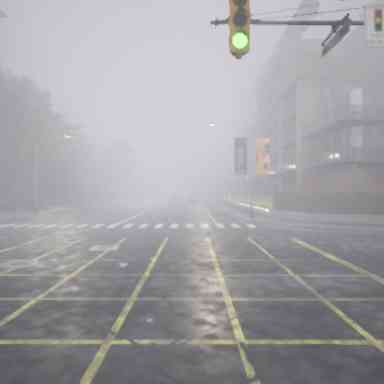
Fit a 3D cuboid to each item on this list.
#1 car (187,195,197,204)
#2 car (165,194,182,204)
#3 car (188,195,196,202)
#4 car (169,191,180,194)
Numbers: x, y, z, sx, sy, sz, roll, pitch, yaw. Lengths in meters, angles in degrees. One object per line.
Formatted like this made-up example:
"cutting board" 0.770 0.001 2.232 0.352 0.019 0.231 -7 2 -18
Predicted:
"car" -0.009 1.560 65.335 1.812 1.442 4.674 0 0 0
"car" -3.509 1.582 64.501 2.033 1.411 5.357 0 0 0
"car" -0.011 1.502 76.449 1.882 1.535 5.008 0 0 0
"car" -3.511 1.248 76.454 2.150 2.045 5.566 0 0 0
